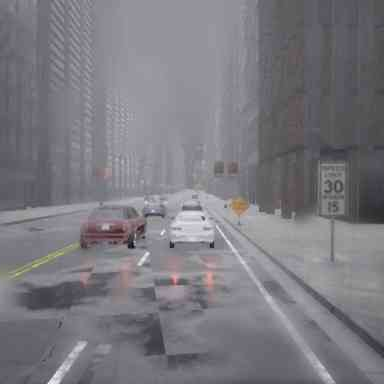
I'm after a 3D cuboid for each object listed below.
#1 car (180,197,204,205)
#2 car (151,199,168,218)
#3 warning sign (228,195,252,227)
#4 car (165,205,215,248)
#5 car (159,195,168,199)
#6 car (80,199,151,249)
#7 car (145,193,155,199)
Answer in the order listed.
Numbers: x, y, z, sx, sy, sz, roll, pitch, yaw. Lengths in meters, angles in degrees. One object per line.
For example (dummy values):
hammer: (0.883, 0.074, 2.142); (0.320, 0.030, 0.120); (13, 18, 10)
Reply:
car: (0.000, 1.477, 29.653); (1.882, 1.535, 5.008); (0, 0, 0)
car: (-3.250, 1.565, 29.653); (1.994, 1.385, 4.181); (0, 0, 0)
warning sign: (2.862, 1.109, 20.057); (1.300, 1.860, 1.060); (1, 1, 0)
car: (0.000, 1.529, 14.651); (1.812, 1.442, 4.674); (0, 0, 0)
car: (-6.499, 1.440, 76.708); (2.033, 1.411, 5.357); (0, 0, 0)
car: (-3.250, 1.362, 14.621); (2.097, 1.767, 4.553); (0, 0, 0)
car: (-9.749, 1.425, 76.709); (1.812, 1.442, 4.674); (0, 0, 0)
